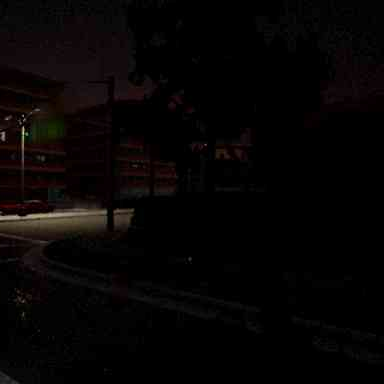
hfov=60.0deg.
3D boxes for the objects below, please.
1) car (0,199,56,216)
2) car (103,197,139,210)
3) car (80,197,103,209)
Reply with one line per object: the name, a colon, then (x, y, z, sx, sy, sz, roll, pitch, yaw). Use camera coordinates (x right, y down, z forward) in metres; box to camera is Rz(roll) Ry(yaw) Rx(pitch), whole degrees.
car: (-15.075, 1.424, 30.358, 1.895, 1.301, 4.718, 0, 0, 33)
car: (-7.861, 1.300, 40.264, 1.882, 1.535, 5.008, 0, 0, 36)
car: (-11.639, 1.361, 41.019, 1.994, 1.385, 4.181, 0, 0, 36)
